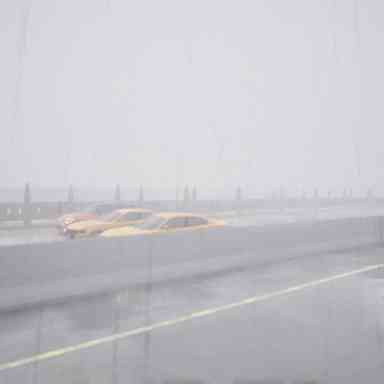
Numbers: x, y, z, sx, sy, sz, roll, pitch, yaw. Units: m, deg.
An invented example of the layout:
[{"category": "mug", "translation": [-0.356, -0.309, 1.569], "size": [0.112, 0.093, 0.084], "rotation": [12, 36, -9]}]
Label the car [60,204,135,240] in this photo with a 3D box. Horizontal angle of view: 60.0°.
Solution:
[{"category": "car", "translation": [-2.940, 1.497, 14.853], "size": [5.008, 1.535, 1.882], "rotation": [0, 0, -36]}]

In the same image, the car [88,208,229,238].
[{"category": "car", "translation": [-0.861, 1.494, 12.037], "size": [5.008, 1.535, 1.882], "rotation": [0, 0, -36]}]

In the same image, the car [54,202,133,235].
[{"category": "car", "translation": [-4.863, 1.374, 17.782], "size": [4.553, 1.767, 2.097], "rotation": [0, 0, -36]}]
